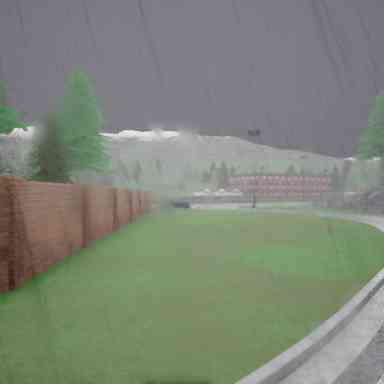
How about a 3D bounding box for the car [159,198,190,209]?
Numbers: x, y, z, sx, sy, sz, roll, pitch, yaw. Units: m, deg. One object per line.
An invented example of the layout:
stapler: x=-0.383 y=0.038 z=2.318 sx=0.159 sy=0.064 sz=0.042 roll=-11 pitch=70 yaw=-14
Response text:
car: x=-2.624 y=1.670 z=50.150 sx=4.553 sy=1.767 sz=2.097 roll=0 pitch=0 yaw=11
